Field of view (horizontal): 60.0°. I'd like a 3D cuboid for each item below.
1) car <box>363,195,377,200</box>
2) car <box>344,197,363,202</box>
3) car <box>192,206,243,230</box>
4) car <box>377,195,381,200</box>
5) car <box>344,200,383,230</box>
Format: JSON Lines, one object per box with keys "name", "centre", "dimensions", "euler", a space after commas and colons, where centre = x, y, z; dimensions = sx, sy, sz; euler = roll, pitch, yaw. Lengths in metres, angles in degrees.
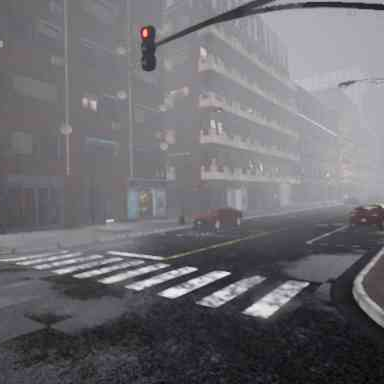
{"name": "car", "centre": [37.486, 1.429, 70.833], "dimensions": [1.802, 1.307, 4.206], "euler": [-2, -1, 36]}
{"name": "car", "centre": [27.396, 1.486, 57.091], "dimensions": [1.947, 1.339, 4.313], "euler": [-2, -1, 36]}
{"name": "car", "centre": [1.774, 1.665, 22.406], "dimensions": [1.887, 1.381, 4.507], "euler": [-2, -1, 36]}
{"name": "car", "centre": [44.211, 1.365, 79.994], "dimensions": [1.947, 1.339, 4.313], "euler": [-2, -1, 36]}
{"name": "car", "centre": [10.697, 1.408, 20.013], "dimensions": [1.887, 1.381, 4.507], "euler": [-2, -1, 36]}
